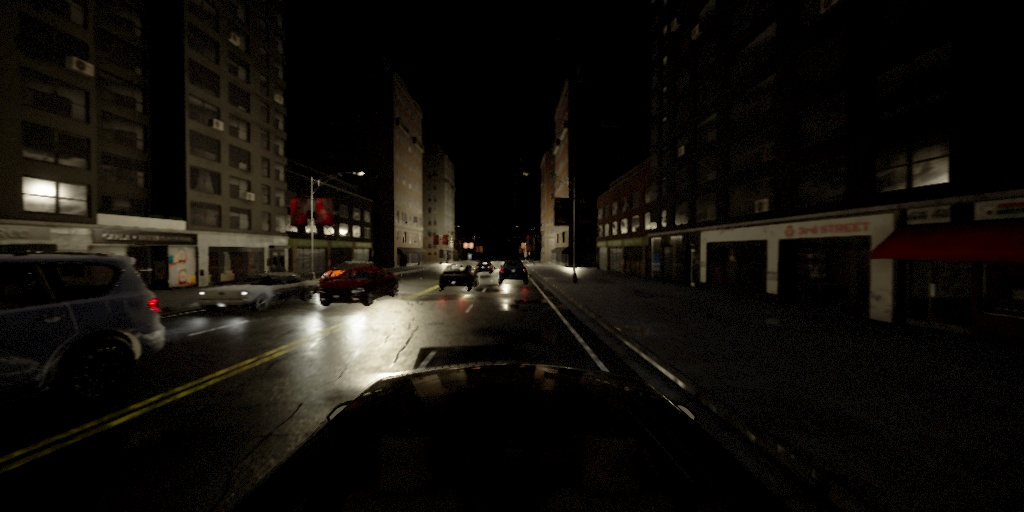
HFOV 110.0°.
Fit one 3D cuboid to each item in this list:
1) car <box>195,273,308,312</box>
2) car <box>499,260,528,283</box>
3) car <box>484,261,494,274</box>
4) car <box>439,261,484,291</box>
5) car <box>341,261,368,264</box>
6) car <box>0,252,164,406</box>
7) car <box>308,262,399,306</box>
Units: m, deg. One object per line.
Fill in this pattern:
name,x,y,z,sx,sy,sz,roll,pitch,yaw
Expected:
car,-9.804,1.351,14.315,1.895,1.301,4.718,0,0,0
car,0.101,1.094,27.621,2.097,1.767,4.553,0,0,0
car,-3.141,1.271,41.542,2.033,1.411,5.357,0,0,0
car,-3.163,1.239,21.830,2.128,1.511,4.902,0,0,0
car,-9.744,1.105,22.018,2.097,1.767,4.553,0,0,0
car,-6.595,0.970,3.321,2.150,2.045,5.566,0,0,0
car,-6.554,1.227,15.880,1.882,1.535,5.008,0,0,0
